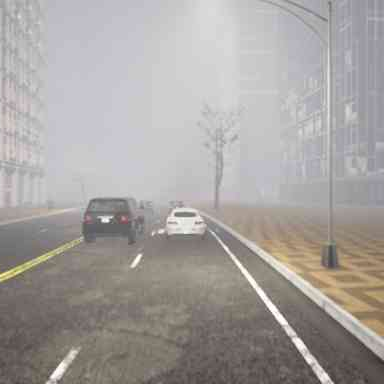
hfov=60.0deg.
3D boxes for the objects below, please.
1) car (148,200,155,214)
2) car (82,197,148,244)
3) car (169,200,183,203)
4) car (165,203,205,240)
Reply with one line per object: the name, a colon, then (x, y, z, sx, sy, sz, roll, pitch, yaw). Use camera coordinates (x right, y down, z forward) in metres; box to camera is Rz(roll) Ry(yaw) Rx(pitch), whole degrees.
car: (-5.004, 1.566, 35.738, 2.033, 1.411, 5.357, 0, 0, -6)
car: (-3.568, 1.229, 15.933, 2.150, 2.045, 5.566, 0, 0, -3)
car: (-1.668, 1.561, 35.003, 2.033, 1.411, 5.357, 0, 0, -6)
car: (-0.375, 1.530, 16.929, 1.812, 1.442, 4.674, 0, 0, -3)
